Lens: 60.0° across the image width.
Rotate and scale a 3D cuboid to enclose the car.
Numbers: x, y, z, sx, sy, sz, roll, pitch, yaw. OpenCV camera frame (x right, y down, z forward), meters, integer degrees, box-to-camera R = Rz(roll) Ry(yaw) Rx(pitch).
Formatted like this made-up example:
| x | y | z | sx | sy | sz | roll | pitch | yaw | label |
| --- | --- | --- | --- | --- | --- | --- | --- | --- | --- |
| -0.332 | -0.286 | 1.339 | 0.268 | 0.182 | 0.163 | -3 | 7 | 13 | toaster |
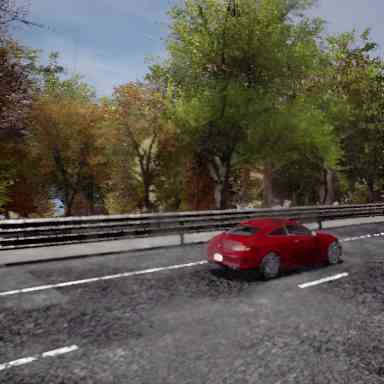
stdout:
| x | y | z | sx | sy | sz | roll | pitch | yaw | label |
| --- | --- | --- | --- | --- | --- | --- | --- | --- | --- |
| 2.546 | 1.517 | 9.926 | 4.674 | 1.442 | 1.812 | 0 | 0 | -36 | car |
